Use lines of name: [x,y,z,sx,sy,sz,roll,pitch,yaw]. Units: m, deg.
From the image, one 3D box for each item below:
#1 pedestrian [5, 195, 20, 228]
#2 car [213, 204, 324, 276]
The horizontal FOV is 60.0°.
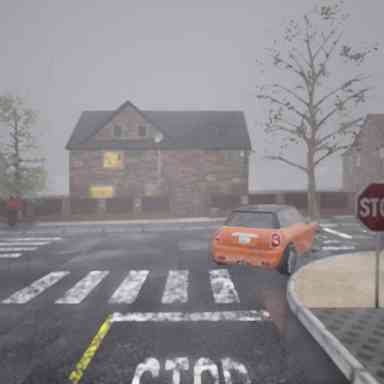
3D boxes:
pedestrian: [-9.681,1.002,17.859,0.375,1.860,0.375,0,3,0]
car: [2.492,1.154,10.248,2.097,1.767,4.553,0,2,33]
